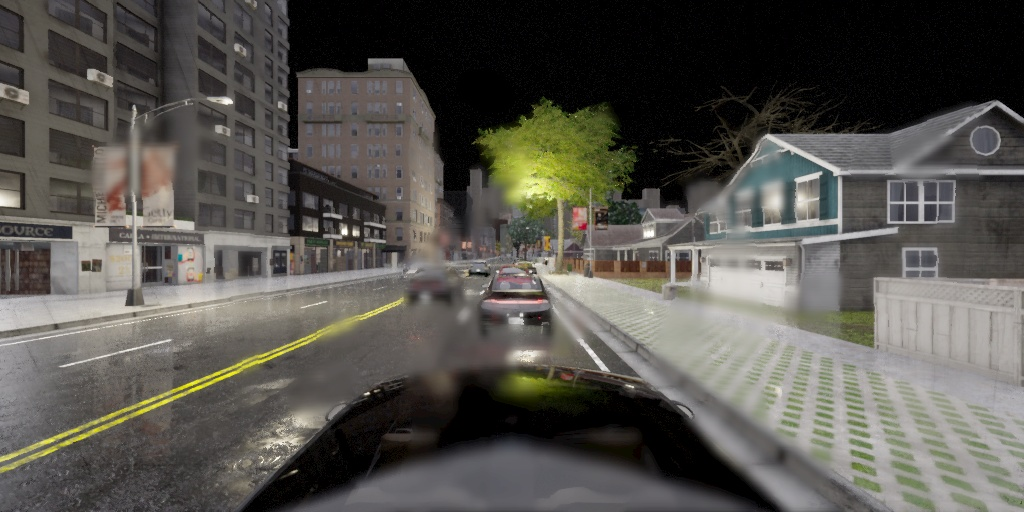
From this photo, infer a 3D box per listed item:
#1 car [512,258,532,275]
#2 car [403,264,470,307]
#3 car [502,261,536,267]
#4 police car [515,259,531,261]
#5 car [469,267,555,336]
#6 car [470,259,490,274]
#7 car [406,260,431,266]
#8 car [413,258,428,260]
[{"bbox_3d":[1.020,1.068,39.450,2.097,1.767,4.553,0,0,0],"label":"car"},{"bbox_3d":[-3.132,1.250,15.426,1.837,1.490,4.892,0,0,0],"label":"car"},{"bbox_3d":[0.122,1.219,19.860,1.882,1.535,5.008,0,0,0],"label":"car"},{"bbox_3d":[1.009,1.156,29.590,1.930,1.638,5.238,0,0,0],"label":"police car"},{"bbox_3d":[0.113,1.239,10.357,2.128,1.511,4.902,0,0,0],"label":"car"},{"bbox_3d":[-3.110,1.286,35.180,1.994,1.385,4.181,0,0,0],"label":"car"},{"bbox_3d":[-6.569,1.260,26.560,1.812,1.442,4.674,0,0,0],"label":"car"},{"bbox_3d":[-9.807,1.071,37.798,2.097,1.767,4.553,0,0,0],"label":"car"}]
